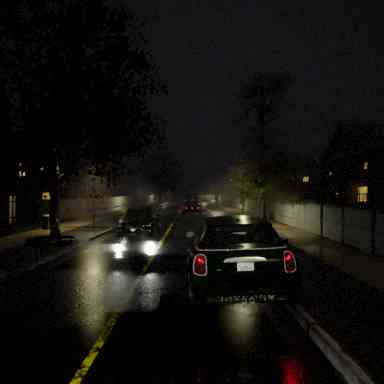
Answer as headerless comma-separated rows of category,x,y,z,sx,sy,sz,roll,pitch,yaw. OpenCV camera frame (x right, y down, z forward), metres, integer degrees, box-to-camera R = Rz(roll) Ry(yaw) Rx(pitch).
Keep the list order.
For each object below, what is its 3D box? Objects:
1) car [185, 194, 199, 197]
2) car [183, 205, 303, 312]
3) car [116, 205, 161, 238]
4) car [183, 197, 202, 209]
car,0.007,1.257,44.618,2.150,2.045,5.566,0,0,1
car,0.927,1.324,7.887,2.097,1.767,4.553,-2,0,0
car,-2.760,1.515,17.943,1.837,1.490,4.892,0,0,0
car,0.048,1.571,33.966,2.033,1.411,5.357,0,0,1
